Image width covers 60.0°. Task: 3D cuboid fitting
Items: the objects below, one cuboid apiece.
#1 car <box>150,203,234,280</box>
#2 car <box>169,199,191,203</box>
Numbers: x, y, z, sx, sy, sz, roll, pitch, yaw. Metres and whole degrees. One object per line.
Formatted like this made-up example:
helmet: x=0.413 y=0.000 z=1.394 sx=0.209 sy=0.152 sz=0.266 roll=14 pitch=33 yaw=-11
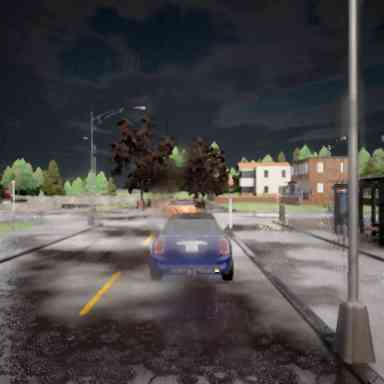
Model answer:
car: x=0.009 y=1.381 z=10.160 sx=2.097 sy=1.767 sz=4.553 roll=0 pitch=0 yaw=0
car: x=-1.223 y=1.433 z=29.060 sx=2.097 sy=1.767 sz=4.553 roll=0 pitch=0 yaw=-18
